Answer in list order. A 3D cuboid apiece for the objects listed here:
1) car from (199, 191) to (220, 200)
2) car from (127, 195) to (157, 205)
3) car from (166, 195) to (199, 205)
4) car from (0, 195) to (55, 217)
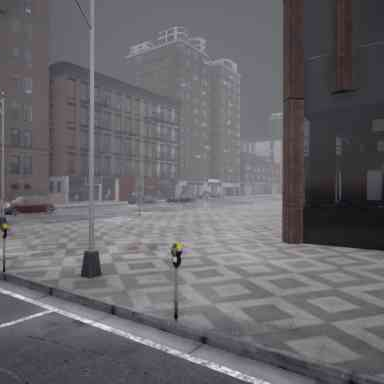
[{"bbox_3d":[3.037,0.572,58.056,1.837,1.490,4.892,0,1,36],"label":"car"},{"bbox_3d":[-6.675,1.050,44.705,1.994,1.385,4.181,0,1,36],"label":"car"},{"bbox_3d":[-1.516,1.045,46.304,1.895,1.301,4.718,0,1,36],"label":"car"},{"bbox_3d":[-14.289,1.100,28.551,2.097,1.767,4.553,0,1,36],"label":"car"}]
